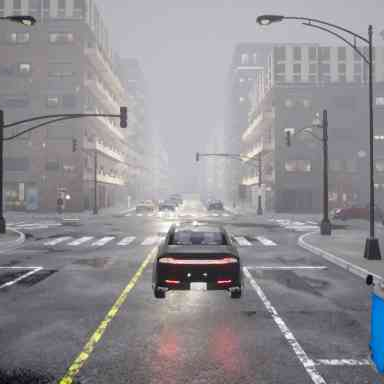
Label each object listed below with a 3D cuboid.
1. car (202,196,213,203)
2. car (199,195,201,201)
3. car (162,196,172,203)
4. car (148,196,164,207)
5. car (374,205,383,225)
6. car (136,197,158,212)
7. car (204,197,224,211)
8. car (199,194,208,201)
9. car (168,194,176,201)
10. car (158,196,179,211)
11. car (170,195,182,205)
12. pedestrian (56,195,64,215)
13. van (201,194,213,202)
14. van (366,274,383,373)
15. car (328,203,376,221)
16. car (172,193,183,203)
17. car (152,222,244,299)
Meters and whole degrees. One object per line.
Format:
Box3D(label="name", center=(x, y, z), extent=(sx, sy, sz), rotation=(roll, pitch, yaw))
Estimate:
Box3D(label="car", center=(2.821, 1.567, 45.554), extent=(2.008, 1.369, 4.403), rotation=(1, 0, 0))
Box3D(label="car", center=(2.881, 1.552, 68.294), extent=(1.752, 1.417, 4.829), rotation=(1, 0, 0))
Box3D(label="car", center=(-5.485, 1.575, 73.789), extent=(1.887, 1.381, 4.507), rotation=(1, 0, 0))
Box3D(label="car", center=(-5.542, 1.459, 51.218), extent=(1.967, 1.590, 4.097), rotation=(1, 0, 0))
Box3D(label="car", center=(13.590, 1.583, 19.687), extent=(4.313, 1.339, 1.947), rotation=(0, -1, 1))
Box3D(label="car", center=(-5.573, 1.539, 39.763), extent=(1.752, 1.417, 4.829), rotation=(1, 0, 0))
Box3D(label="car", center=(2.807, 1.580, 39.911), extent=(1.947, 1.339, 4.313), rotation=(1, 0, 0))
Box3D(label="car", center=(2.928, 1.352, 85.051), extent=(2.192, 1.841, 5.009), rotation=(1, 0, 0))
Box3D(label="car", center=(-5.439, 1.480, 90.717), extent=(1.967, 1.590, 4.097), rotation=(1, 0, 0))
Box3D(label="car", center=(-2.995, 1.562, 40.910), extent=(2.033, 1.411, 5.357), rotation=(0, 0, 0))
Box3D(label="car", center=(-2.961, 1.544, 50.813), extent=(1.812, 1.442, 4.674), rotation=(0, 0, 0))
Box3D(label="pedestrian", center=(-12.457, 1.217, 31.392), extent=(0.375, 1.860, 0.375), rotation=(0, -1, 1))
Box3D(label="van", center=(2.854, 1.362, 56.838), extent=(1.690, 1.788, 3.998), rotation=(1, 0, 0))
Box3D(label="van", center=(2.679, 1.342, 1.965), extent=(1.690, 1.788, 3.998), rotation=(1, 0, 0))
Box3D(label="car", center=(13.715, 1.608, 28.068), extent=(4.097, 1.590, 1.967), rotation=(0, -1, 1))
Box3D(label="car", center=(-2.902, 1.245, 61.551), extent=(2.150, 2.045, 5.566), rotation=(0, 0, 1))
Box3D(label="car", center=(0.123, 1.494, 8.454), extent=(2.128, 1.511, 4.902), rotation=(0, 0, 0))
